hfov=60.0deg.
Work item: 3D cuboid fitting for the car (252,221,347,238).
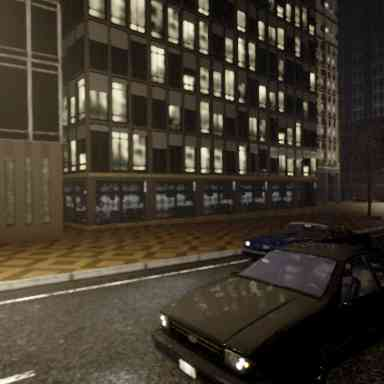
[{"bbox_3d":[3.804,1.629,10.739,4.718,1.301,1.895,0,0,-38],"label":"car"}]

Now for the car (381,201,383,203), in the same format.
[{"bbox_3d":[38.423,1.597,63.295,1.947,1.339,4.313,0,1,-41],"label":"car"}]

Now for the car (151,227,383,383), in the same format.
[{"bbox_3d":[2.065,1.561,5.281,5.357,1.411,2.033,0,0,-37],"label":"car"}]

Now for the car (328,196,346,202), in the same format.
[{"bbox_3d":[30.989,1.527,71.897,1.947,1.339,4.313,0,1,-41],"label":"car"}]

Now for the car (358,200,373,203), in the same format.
[{"bbox_3d":[34.690,1.578,67.584,1.802,1.307,4.206,0,1,-41],"label":"car"}]
